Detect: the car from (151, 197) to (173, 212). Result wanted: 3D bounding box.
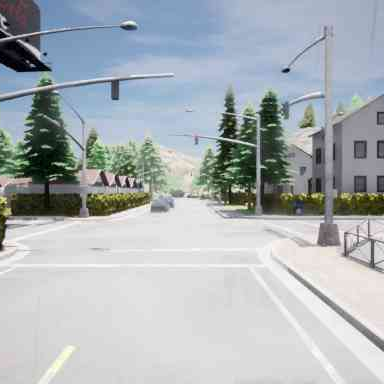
[{"bbox_3d":[-3.621,1.547,38.478,2.033,1.411,5.357,0,0,0],"label":"car"}]

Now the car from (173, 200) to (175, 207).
[{"bbox_3d":[-3.609,1.477,48.761,1.882,1.535,5.008,0,0,0],"label":"car"}]
